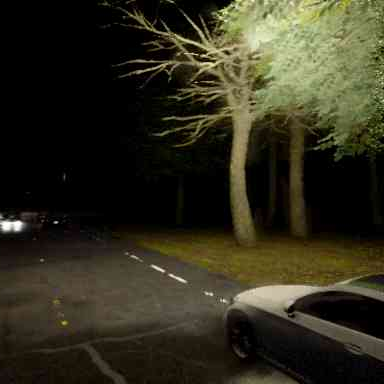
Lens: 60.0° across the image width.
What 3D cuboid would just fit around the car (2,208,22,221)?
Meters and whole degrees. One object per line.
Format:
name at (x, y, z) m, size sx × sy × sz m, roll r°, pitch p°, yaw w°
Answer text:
car at (-21.967, 2.750, 40.602) m, size 2.128 × 1.511 × 4.902 m, roll 2°, pitch -2°, yaw -27°

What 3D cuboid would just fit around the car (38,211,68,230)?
car at (-11.957, 2.496, 28.890) m, size 1.994 × 1.385 × 4.181 m, roll 2°, pitch -2°, yaw -26°

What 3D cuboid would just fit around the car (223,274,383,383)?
car at (2.182, 1.694, 3.812) m, size 1.812 × 1.442 × 4.674 m, roll 2°, pitch -2°, yaw -27°
